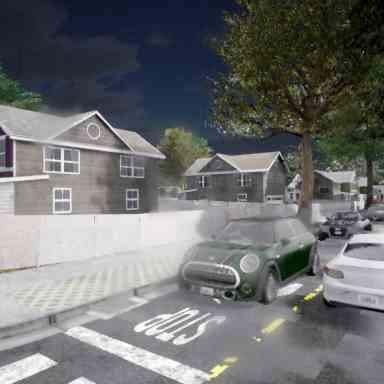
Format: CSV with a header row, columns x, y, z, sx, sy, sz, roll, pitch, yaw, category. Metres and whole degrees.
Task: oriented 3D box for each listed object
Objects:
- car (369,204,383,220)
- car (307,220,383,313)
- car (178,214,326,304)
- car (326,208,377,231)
x,y,z,sx,sy,sz,roll,pitch,yaw,category
14.971,1.761,26.567,1.837,1.490,4.892,-1,-1,36,car
4.210,1.576,7.220,1.812,1.442,4.674,-1,-1,36,car
1.647,1.445,8.594,2.097,1.767,4.553,-1,-1,37,car
7.960,1.734,17.103,1.994,1.385,4.181,-1,-1,36,car
